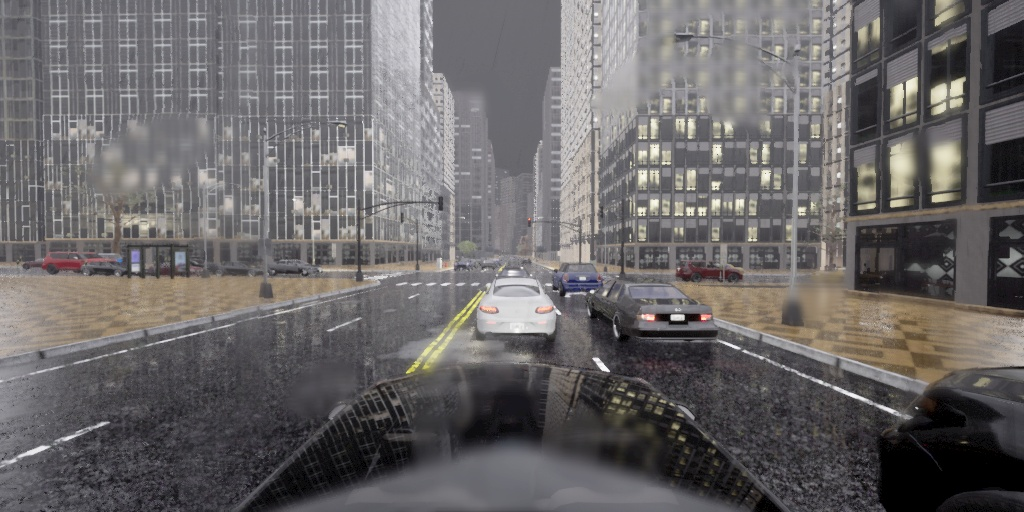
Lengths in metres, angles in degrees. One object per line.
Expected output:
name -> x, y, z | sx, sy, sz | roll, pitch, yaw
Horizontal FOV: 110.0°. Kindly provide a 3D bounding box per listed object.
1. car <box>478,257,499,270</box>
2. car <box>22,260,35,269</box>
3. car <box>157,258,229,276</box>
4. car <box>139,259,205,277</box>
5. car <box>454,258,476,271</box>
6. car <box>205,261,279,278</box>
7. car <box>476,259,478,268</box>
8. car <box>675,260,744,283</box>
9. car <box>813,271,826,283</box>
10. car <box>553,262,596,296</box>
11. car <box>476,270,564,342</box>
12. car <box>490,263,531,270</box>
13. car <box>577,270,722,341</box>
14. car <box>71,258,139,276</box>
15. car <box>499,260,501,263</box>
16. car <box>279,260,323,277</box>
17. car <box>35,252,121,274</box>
car -> -3.305, 1.260, 51.226 | 2.033, 1.411, 5.357 | 0, 0, 0
car -> -50.942, 0.792, 39.373 | 4.207, 1.307, 1.802 | 0, 0, 1
car -> -29.416, 0.979, 33.119 | 5.008, 1.535, 1.882 | 1, 1, 1
car -> -28.394, 1.137, 30.407 | 4.207, 1.307, 1.802 | 0, 0, 1
car -> -6.589, 1.067, 49.244 | 2.097, 1.767, 4.553 | 0, 0, 1
car -> -22.710, 1.173, 30.269 | 4.313, 1.339, 1.948 | 0, 0, 1
car -> -6.544, 1.209, 58.341 | 1.837, 1.490, 4.892 | 0, 0, 0
car -> 16.214, 1.268, 29.713 | 5.009, 1.841, 2.192 | 0, 0, 1
car -> 27.662, 1.578, 29.508 | 4.829, 1.417, 1.751 | 0, 0, 1
car -> 3.363, 1.092, 19.168 | 2.097, 1.767, 4.553 | 0, 0, 0
car -> 0.105, 1.272, 9.643 | 1.812, 1.442, 4.674 | 0, 0, 0
car -> 0.112, 1.287, 18.888 | 2.033, 1.411, 5.357 | 0, 0, 0
car -> 3.358, 1.293, 9.782 | 2.033, 1.411, 5.357 | 0, 0, 0
car -> -34.075, 1.068, 30.584 | 4.313, 1.339, 1.948 | 0, 0, 1
car -> -3.283, 1.301, 60.987 | 1.895, 1.301, 4.718 | 0, 0, 0
car -> -20.005, 1.079, 32.920 | 4.902, 1.511, 2.128 | 1, 1, 1
car -> -40.016, 0.627, 33.346 | 5.566, 2.045, 2.150 | 1, 1, 1
